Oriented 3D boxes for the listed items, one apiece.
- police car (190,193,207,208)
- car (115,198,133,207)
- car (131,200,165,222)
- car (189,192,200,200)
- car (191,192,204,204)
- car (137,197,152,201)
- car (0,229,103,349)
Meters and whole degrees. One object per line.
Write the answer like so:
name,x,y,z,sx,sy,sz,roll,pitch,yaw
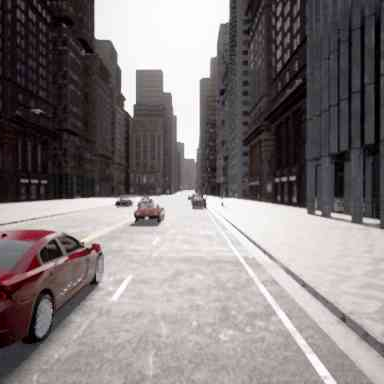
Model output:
police car,0.976,1.317,44.877,1.930,1.638,5.238,0,0,0
car,-9.826,1.487,48.220,1.895,1.301,4.718,0,0,0
car,-3.150,1.533,25.440,1.895,1.301,4.718,0,0,0
car,0.976,1.227,54.738,2.097,1.767,4.553,0,0,0
car,0.977,1.092,60.797,2.150,2.045,5.566,0,0,0
car,-6.582,1.435,47.273,2.033,1.411,5.357,0,0,0
car,-3.151,1.459,6.417,1.882,1.535,5.008,0,0,0
